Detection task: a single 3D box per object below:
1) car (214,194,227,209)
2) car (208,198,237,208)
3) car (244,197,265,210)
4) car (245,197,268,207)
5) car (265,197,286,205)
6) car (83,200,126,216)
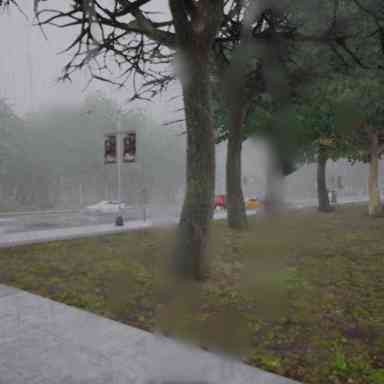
[{"bbox_3d":[4.706,1.303,46.782,2.150,2.045,5.566,0,0,36],"label":"car"},{"bbox_3d":[4.892,1.636,52.721,2.033,1.411,5.357,0,0,36],"label":"car"},{"bbox_3d":[7.704,1.563,45.378,1.882,1.535,5.008,0,0,36],"label":"car"},{"bbox_3d":[10.783,1.607,55.374,1.837,1.490,4.892,0,0,36],"label":"car"},{"bbox_3d":[13.496,1.582,53.579,1.882,1.535,5.008,0,0,36],"label":"car"},{"bbox_3d":[-8.793,1.573,33.673,1.812,1.442,4.674,0,0,35],"label":"car"}]
